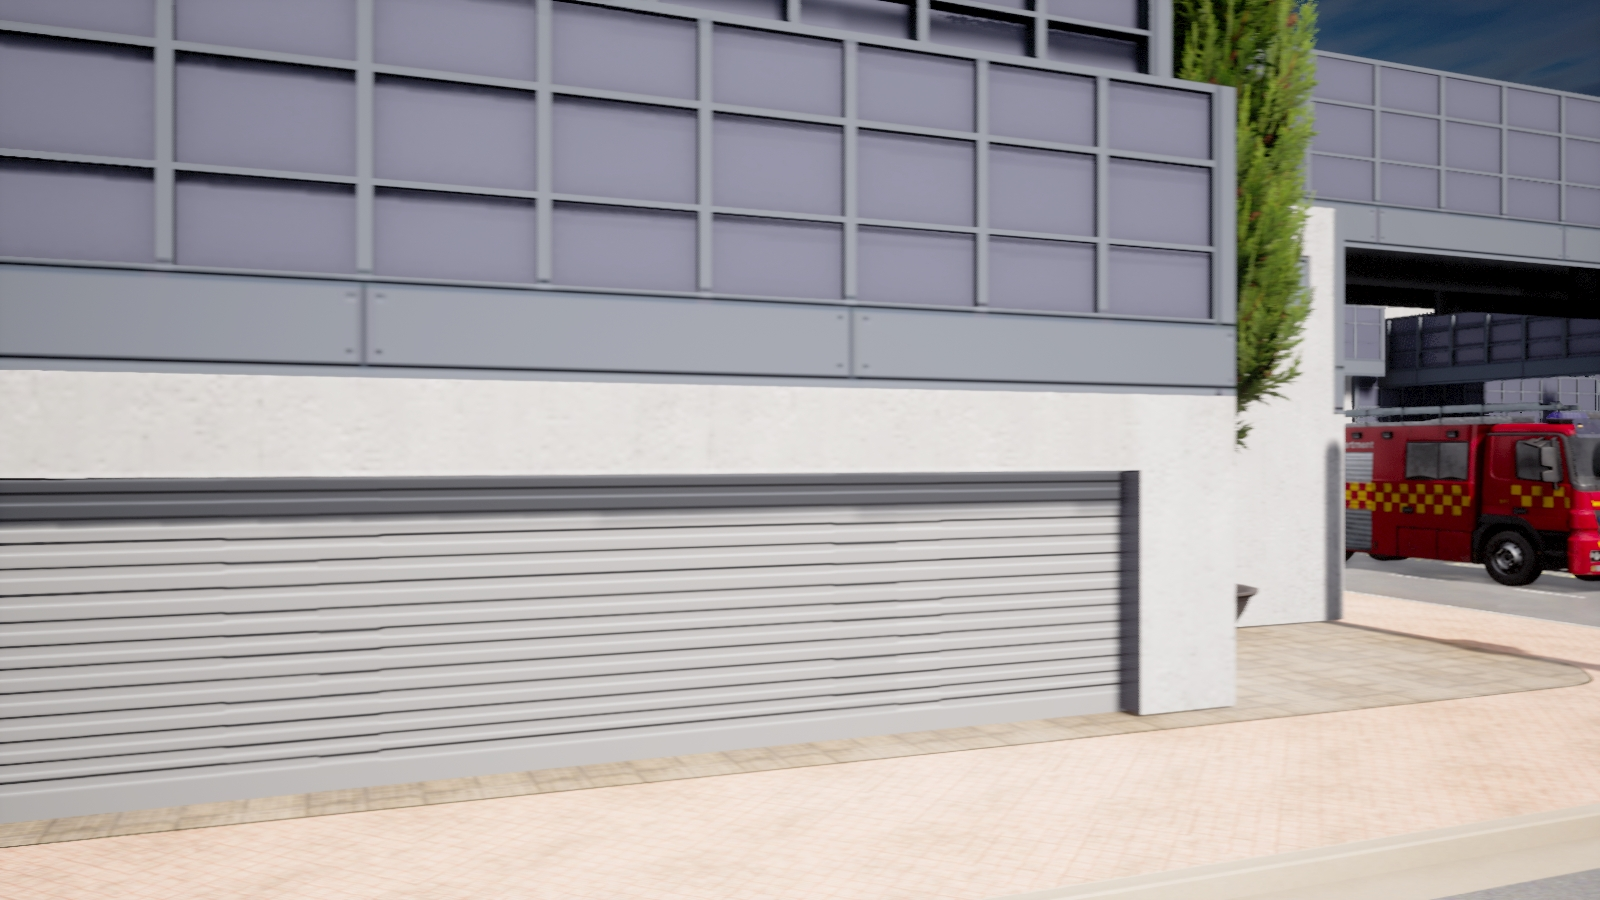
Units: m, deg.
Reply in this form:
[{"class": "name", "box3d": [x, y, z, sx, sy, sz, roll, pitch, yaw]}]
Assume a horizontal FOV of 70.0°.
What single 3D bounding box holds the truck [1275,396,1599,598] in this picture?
[{"class": "truck", "box3d": [15.102, 0.893, 25.959, 2.891, 3.827, 8.468, 0, 0, -21]}]
